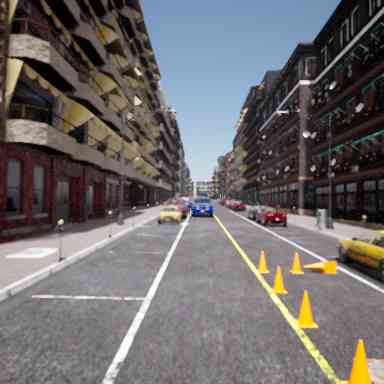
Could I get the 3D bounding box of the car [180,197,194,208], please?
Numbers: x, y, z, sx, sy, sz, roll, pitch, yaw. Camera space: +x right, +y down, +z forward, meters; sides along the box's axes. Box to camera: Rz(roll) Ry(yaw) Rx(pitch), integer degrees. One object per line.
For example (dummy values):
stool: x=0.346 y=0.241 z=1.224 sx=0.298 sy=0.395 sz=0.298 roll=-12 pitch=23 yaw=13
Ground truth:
car: x=-0.897 y=1.804 z=59.657 sx=2.192 sy=1.841 sz=5.009 roll=2 pitch=-1 yaw=1

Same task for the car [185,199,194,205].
car: x=-0.535 y=2.232 z=76.242 sx=1.947 sy=1.339 sz=4.313 roll=2 pitch=-1 yaw=1

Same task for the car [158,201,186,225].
car: x=-1.656 y=1.700 z=26.312 sx=1.752 sy=1.417 sz=4.829 roll=2 pitch=0 yaw=1

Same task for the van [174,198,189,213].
van: x=-1.271 y=1.665 z=43.069 sx=1.690 sy=1.788 sz=3.998 roll=2 pitch=0 yaw=1

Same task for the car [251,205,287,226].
car: x=6.223 y=1.850 z=26.240 sx=1.887 sy=1.381 sz=4.507 roll=2 pitch=0 yaw=1

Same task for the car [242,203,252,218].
car: x=6.347 y=1.904 z=31.771 sx=2.008 sy=1.369 sz=4.403 roll=2 pitch=0 yaw=1

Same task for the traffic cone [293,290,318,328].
traffic cone: x=2.004 y=2.032 z=5.870 sx=0.340 sy=0.580 sz=0.340 roll=1 pitch=0 yaw=1

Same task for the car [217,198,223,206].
car: x=7.193 y=2.049 z=70.477 sx=2.192 sy=1.841 sz=5.009 roll=2 pitch=-1 yaw=1

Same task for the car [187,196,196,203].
car: x=-0.153 y=2.175 z=92.829 sx=2.192 sy=1.841 sz=5.009 roll=2 pitch=-1 yaw=1

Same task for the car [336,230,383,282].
car: x=5.854 y=1.695 z=9.825 sx=1.752 sy=1.417 sz=4.829 roll=2 pitch=0 yaw=1

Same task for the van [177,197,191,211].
van: x=-1.147 y=1.719 z=48.600 sx=1.690 sy=1.788 sz=3.998 roll=2 pitch=-1 yaw=1

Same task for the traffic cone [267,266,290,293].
traffic cone: x=2.049 y=2.047 z=7.869 sx=0.340 sy=0.580 sz=0.340 roll=1 pitch=0 yaw=1

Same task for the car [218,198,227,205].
car: x=7.436 y=2.298 z=81.536 sx=1.967 sy=1.590 sz=4.097 roll=2 pitch=-1 yaw=1

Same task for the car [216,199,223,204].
car: x=7.679 y=2.570 z=92.594 sx=1.802 sy=1.307 sz=4.206 roll=2 pitch=-1 yaw=1

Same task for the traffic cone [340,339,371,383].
traffic cone: x=1.959 y=2.017 z=3.871 sx=0.340 sy=0.580 sz=0.340 roll=1 pitch=0 yaw=1

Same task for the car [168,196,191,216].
car: x=-1.518 y=1.539 z=32.014 sx=2.192 sy=1.841 sz=5.009 roll=2 pitch=0 yaw=1

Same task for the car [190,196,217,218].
car: x=1.078 y=1.509 z=34.407 sx=2.150 sy=2.045 sz=5.566 roll=1 pitch=-1 yaw=1

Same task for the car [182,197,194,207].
car: x=-0.773 y=1.862 z=65.185 sx=2.192 sy=1.841 sz=5.009 roll=2 pitch=-1 yaw=1

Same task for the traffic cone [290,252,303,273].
traffic cone: x=3.093 y=2.079 z=9.846 sx=0.340 sy=0.580 sz=0.340 roll=1 pitch=0 yaw=1

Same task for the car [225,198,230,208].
car: x=6.845 y=2.107 z=53.886 sx=1.887 sy=1.381 sz=4.507 roll=2 pitch=-1 yaw=1

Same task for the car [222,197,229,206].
car: x=6.981 y=2.059 z=59.417 sx=1.967 sy=1.590 sz=4.097 roll=2 pitch=-1 yaw=1

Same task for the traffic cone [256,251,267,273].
traffic cone: x=2.094 y=2.062 z=9.869 sx=0.340 sy=0.580 sz=0.340 roll=1 pitch=0 yaw=1

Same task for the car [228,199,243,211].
car: x=6.721 y=2.052 z=48.358 sx=1.887 sy=1.381 sz=4.507 roll=2 pitch=-1 yaw=1
